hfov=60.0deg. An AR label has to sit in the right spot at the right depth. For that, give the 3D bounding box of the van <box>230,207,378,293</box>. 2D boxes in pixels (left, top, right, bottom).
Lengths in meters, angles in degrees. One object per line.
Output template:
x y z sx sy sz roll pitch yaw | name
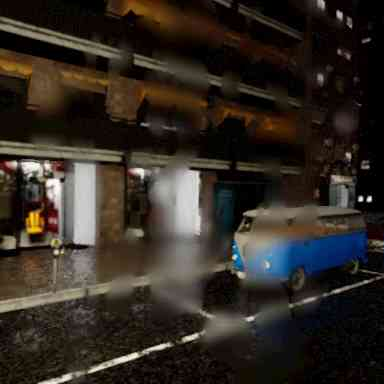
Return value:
2.824 1.298 8.508 3.998 1.788 1.690 0 1 -35 | van

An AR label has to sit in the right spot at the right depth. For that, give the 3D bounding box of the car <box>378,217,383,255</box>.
7.339 1.504 11.733 4.206 1.307 1.802 0 1 -35 | car
